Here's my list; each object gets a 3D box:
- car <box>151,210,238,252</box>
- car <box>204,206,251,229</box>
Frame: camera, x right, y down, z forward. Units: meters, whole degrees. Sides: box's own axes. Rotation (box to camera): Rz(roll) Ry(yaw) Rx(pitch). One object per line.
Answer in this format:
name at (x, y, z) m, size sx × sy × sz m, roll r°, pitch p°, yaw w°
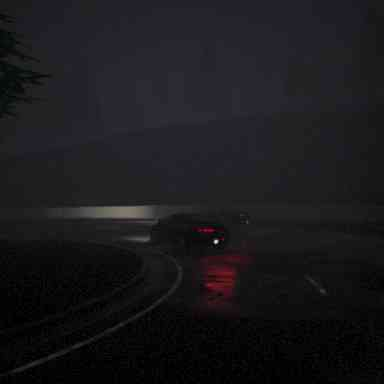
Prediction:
car at (-0.259, 1.687, 14.946) m, size 1.837 × 1.490 × 4.892 m, roll 2°, pitch -2°, yaw -29°
car at (1.668, 1.742, 22.759) m, size 4.902 × 1.511 × 2.128 m, roll -1°, pitch -1°, yaw 40°
